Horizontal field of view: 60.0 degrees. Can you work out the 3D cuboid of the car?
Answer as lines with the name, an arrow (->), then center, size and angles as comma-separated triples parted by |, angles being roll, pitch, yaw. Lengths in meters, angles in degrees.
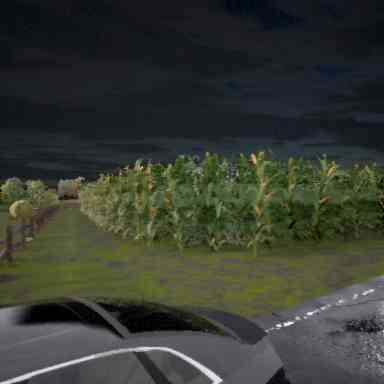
car -> -1.427, 1.575, 1.870 | 4.892, 1.490, 1.837 | 0, -2, -38
